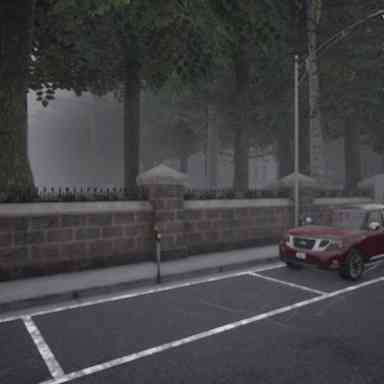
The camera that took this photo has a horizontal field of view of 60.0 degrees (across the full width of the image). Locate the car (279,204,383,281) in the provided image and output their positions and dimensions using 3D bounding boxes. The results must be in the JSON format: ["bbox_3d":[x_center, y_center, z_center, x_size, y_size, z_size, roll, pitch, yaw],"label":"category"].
[{"bbox_3d":[4.836,1.308,9.983,5.009,1.841,2.192,0,0,-36],"label":"car"}]
